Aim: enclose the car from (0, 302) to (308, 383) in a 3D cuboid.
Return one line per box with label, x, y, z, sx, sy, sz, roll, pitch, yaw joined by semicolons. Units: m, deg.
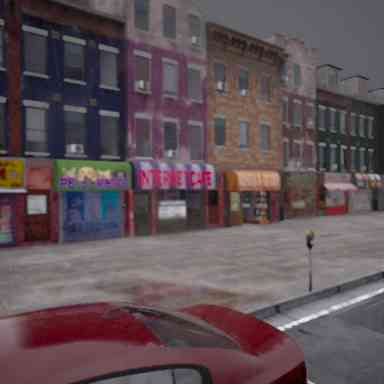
car;-1.170;1.544;1.978;4.507;1.381;1.887;-1;0;-36
